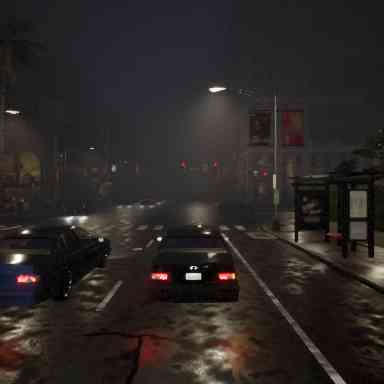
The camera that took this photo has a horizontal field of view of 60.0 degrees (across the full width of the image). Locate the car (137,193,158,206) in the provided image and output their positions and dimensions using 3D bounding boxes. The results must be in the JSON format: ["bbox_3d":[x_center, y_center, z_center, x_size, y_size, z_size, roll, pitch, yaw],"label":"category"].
[{"bbox_3d":[-7.491,1.351,55.975,2.097,1.767,4.553,0,0,0],"label":"car"}]

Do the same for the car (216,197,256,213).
[{"bbox_3d":[4.903,1.564,36.369,4.181,1.385,1.994,0,0,15],"label":"car"}]

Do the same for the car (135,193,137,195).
[{"bbox_3d":[-11.018,1.225,70.450,2.150,2.045,5.566,0,0,0],"label":"car"}]

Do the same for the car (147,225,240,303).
[{"bbox_3d":[0.024,1.547,8.421,2.033,1.411,5.357,0,0,0],"label":"car"}]

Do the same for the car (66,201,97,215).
[{"bbox_3d":[-10.828,1.564,32.697,1.994,1.385,4.181,0,0,0],"label":"car"}]

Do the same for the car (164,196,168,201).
[{"bbox_3d":[-7.607,1.500,81.954,1.837,1.490,4.892,0,0,0],"label":"car"}]

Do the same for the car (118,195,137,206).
[{"bbox_3d":[-10.989,1.525,55.621,1.812,1.442,4.674,0,0,0],"label":"car"}]

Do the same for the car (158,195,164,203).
[{"bbox_3d":[-7.513,1.500,69.737,1.837,1.490,4.892,0,0,0],"label":"car"}]

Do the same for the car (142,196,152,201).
[{"bbox_3d":[-11.100,1.595,81.704,1.895,1.301,4.718,0,0,0],"label":"car"}]

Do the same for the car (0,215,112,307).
[{"bbox_3d":[-3.476,1.547,8.236,2.033,1.411,5.357,0,0,0],"label":"car"}]
